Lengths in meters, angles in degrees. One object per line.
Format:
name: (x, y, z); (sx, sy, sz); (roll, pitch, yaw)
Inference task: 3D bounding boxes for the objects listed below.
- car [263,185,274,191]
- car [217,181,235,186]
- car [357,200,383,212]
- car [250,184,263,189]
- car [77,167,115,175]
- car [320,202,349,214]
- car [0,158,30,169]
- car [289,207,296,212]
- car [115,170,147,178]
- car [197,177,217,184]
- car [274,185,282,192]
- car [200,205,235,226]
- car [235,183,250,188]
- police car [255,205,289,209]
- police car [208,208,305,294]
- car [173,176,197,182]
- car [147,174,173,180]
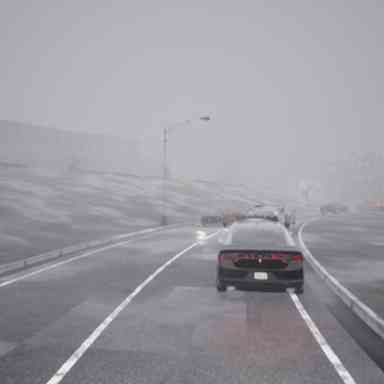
car: (17.048, -0.751, 79.842); (2.185, 1.767, 4.553); (-4, -6, 41)
car: (5.953, -1.475, 67.548); (2.163, 1.488, 4.792); (-4, -6, 44)
car: (27.245, 2.049, 49.755); (4.553, 1.767, 2.097); (1, -4, -39)
car: (13.368, -0.943, 75.575); (2.231, 1.521, 4.892); (-4, -5, 42)
car: (-14.378, -2.794, 48.552); (4.892, 1.521, 2.231); (3, -5, -41)
car: (17.853, 1.992, 41.594); (4.892, 1.490, 1.837); (1, -4, -41)
car: (-22.679, -3.342, 41.444); (4.553, 1.767, 2.185); (3, -5, -41)
car: (6.136, 1.660, 23.518); (1.837, 1.490, 4.892); (-2, -1, 24)
car: (-10.197, -2.568, 52.148); (4.892, 1.521, 2.231); (3, -5, -41)
car: (1.947, -1.913, 63.475); (4.553, 1.767, 2.185); (4, -6, -44)
car: (20.633, -0.534, 84.154); (2.435, 2.045, 5.566); (-3, -6, 40)
car: (2.300, 1.767, 25.641); (1.882, 1.535, 5.008); (-2, -2, 26)
car: (9.737, -1.185, 71.557); (2.002, 1.452, 4.674); (-4, -6, 43)
police car: (4.061, 1.519, 18.298); (1.930, 1.638, 5.238); (-1, -1, 19)
police car: (1.749, 1.445, 9.037); (1.930, 1.638, 5.238); (-1, 0, 9)
car: (-2.008, -2.056, 59.619); (5.008, 1.535, 2.097); (4, -6, -43)
car: (-6.062, -2.278, 55.837); (4.674, 1.452, 2.002); (4, -5, -42)
